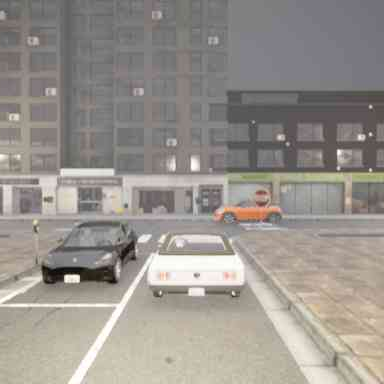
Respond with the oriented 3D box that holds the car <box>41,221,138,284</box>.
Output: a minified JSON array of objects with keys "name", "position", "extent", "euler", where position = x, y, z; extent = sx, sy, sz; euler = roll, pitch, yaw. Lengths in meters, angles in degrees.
[{"name":"car","position":[-2.644,1.537,9.503],"extent":[1.947,1.339,4.313],"euler":[0,0,0]}]

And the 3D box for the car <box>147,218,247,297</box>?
[{"name":"car","position":[0.109,1.575,8.437],"extent":[1.895,1.301,4.718],"euler":[0,0,0]}]

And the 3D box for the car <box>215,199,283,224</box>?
[{"name":"car","position":[3.847,1.264,23.050],"extent":[4.553,1.767,2.097],"euler":[0,0,0]}]
